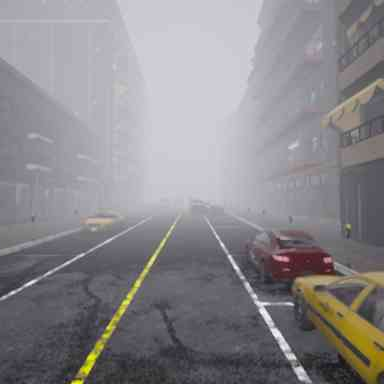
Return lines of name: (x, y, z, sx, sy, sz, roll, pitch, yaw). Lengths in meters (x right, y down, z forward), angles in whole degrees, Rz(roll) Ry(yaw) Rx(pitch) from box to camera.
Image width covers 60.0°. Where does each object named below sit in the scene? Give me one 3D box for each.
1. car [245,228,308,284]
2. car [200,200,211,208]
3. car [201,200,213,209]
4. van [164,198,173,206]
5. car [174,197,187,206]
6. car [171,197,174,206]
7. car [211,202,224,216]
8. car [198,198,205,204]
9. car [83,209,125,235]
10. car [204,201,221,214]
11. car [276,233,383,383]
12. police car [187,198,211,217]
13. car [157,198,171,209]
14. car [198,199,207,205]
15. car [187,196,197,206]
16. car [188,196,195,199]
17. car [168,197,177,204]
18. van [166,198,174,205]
car: (2.584, 1.674, 9.466, 1.802, 1.307, 4.206, 1, -1, 0)
car: (2.580, 2.270, 64.767, 2.008, 1.369, 4.403, 1, -1, 0)
car: (2.581, 2.195, 59.235, 1.887, 1.381, 4.507, 1, -1, 0)
van: (-5.295, 2.203, 75.890, 1.690, 1.788, 3.998, 2, -1, 0)
car: (-2.754, 2.021, 71.043, 2.150, 2.045, 5.566, 0, -1, 0)
car: (-5.293, 2.035, 64.832, 2.192, 1.841, 5.009, 2, -1, 0)
car: (2.583, 1.929, 37.115, 1.887, 1.381, 4.507, 1, -1, 0)
car: (2.589, 2.531, 92.420, 1.967, 1.590, 4.097, 1, -1, 0)
car: (-5.294, 1.728, 20.424, 1.752, 1.417, 4.829, 2, -1, 0)
car: (2.583, 1.975, 42.817, 1.752, 1.417, 4.829, 1, -1, 0)
car: (2.586, 1.566, 4.108, 1.752, 1.417, 4.829, 2, -1, 0)
police car: (0.712, 1.796, 35.893, 1.930, 1.638, 5.238, 0, -1, 0)
car: (-5.298, 2.174, 59.128, 1.752, 1.417, 4.829, 2, -1, 0)
car: (2.580, 2.481, 81.357, 1.887, 1.381, 4.507, 1, -1, 0)
car: (-0.004, 1.945, 72.358, 2.150, 2.045, 5.566, 0, -1, 0)
car: (0.821, 1.908, 51.757, 2.097, 1.767, 4.553, 0, -1, 0)
car: (-5.296, 2.407, 92.481, 2.192, 1.841, 5.009, 1, -1, 0)
van: (-5.296, 2.279, 81.421, 1.690, 1.788, 3.998, 1, -1, 0)
